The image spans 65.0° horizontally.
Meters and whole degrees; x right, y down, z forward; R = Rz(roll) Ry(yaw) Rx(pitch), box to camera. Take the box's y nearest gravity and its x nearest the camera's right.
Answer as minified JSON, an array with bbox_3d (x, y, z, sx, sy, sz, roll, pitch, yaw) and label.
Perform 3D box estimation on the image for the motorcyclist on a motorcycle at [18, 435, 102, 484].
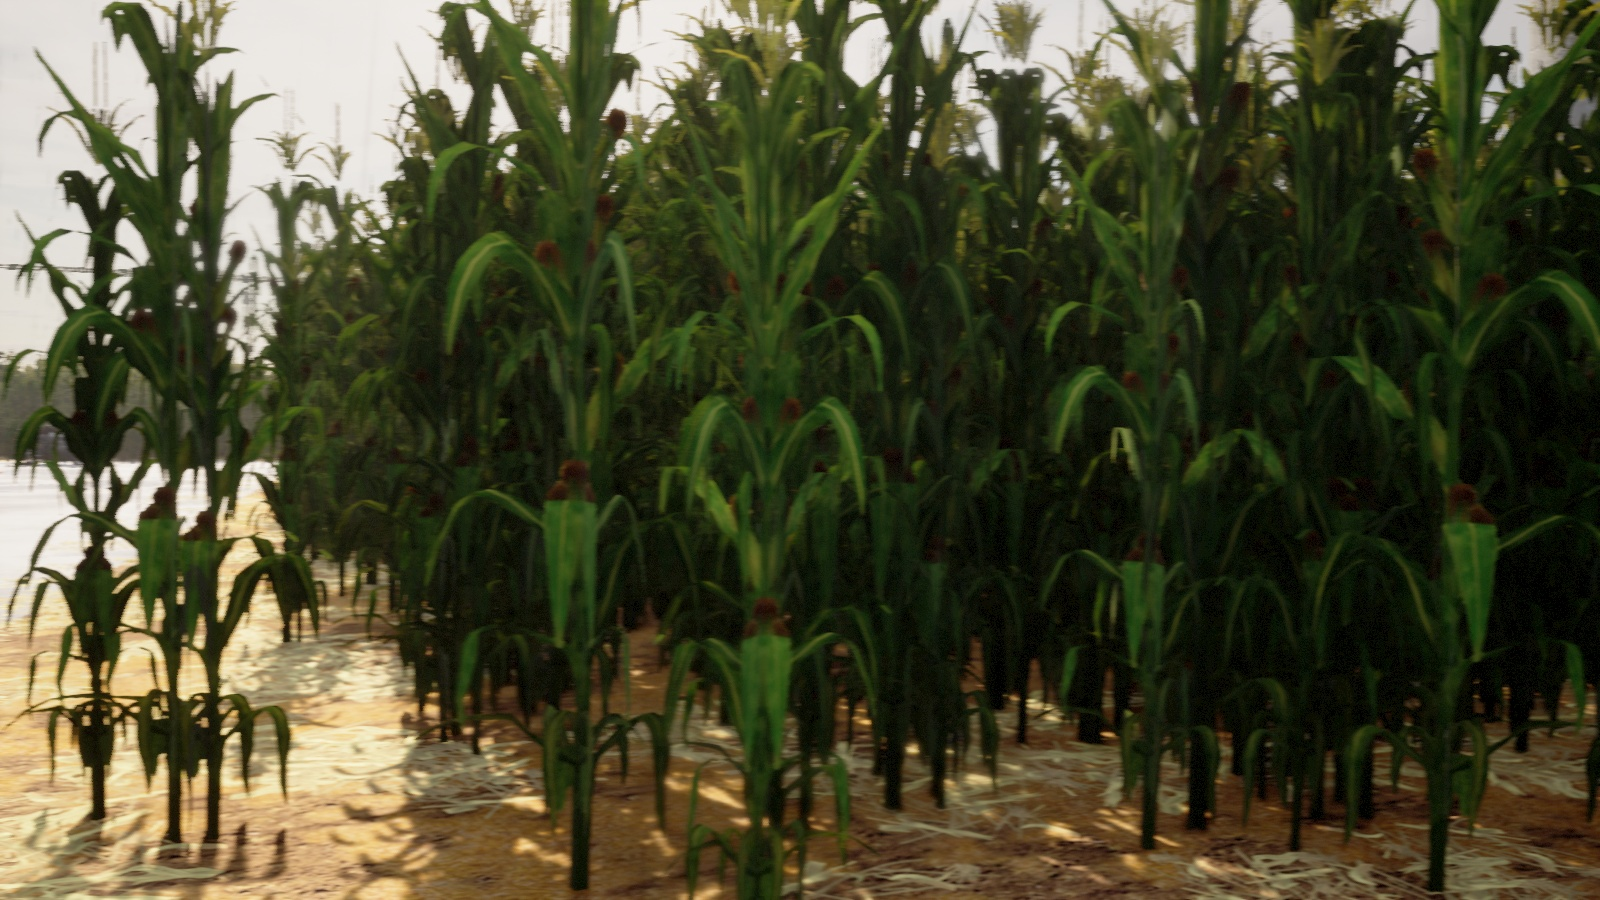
[{"bbox_3d":[-23.932,0.302,40.649,2.191,1.530,0.866,-1,1,-19],"label":"motorcyclist on a motorcycle"}]
